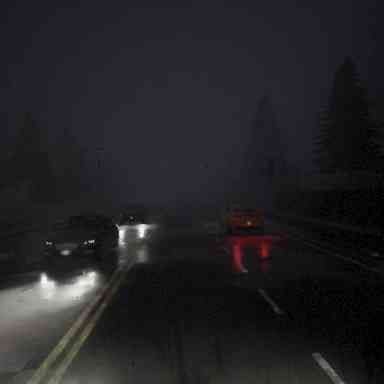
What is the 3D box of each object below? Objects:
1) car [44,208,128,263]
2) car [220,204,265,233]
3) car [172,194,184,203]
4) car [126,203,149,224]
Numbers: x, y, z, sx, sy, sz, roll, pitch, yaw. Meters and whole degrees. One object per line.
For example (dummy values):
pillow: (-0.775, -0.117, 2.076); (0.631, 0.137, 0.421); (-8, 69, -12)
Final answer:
car: (-4.030, 1.632, 12.817); (2.128, 1.511, 4.902); (-2, 0, -2)
car: (2.795, 1.454, 19.382); (1.882, 1.535, 5.008); (-2, 0, -2)
car: (-3.188, 1.395, 76.079); (2.150, 2.045, 5.566); (-2, 0, -10)
car: (-4.536, 1.691, 26.766); (1.837, 1.490, 4.892); (-2, -1, -2)
